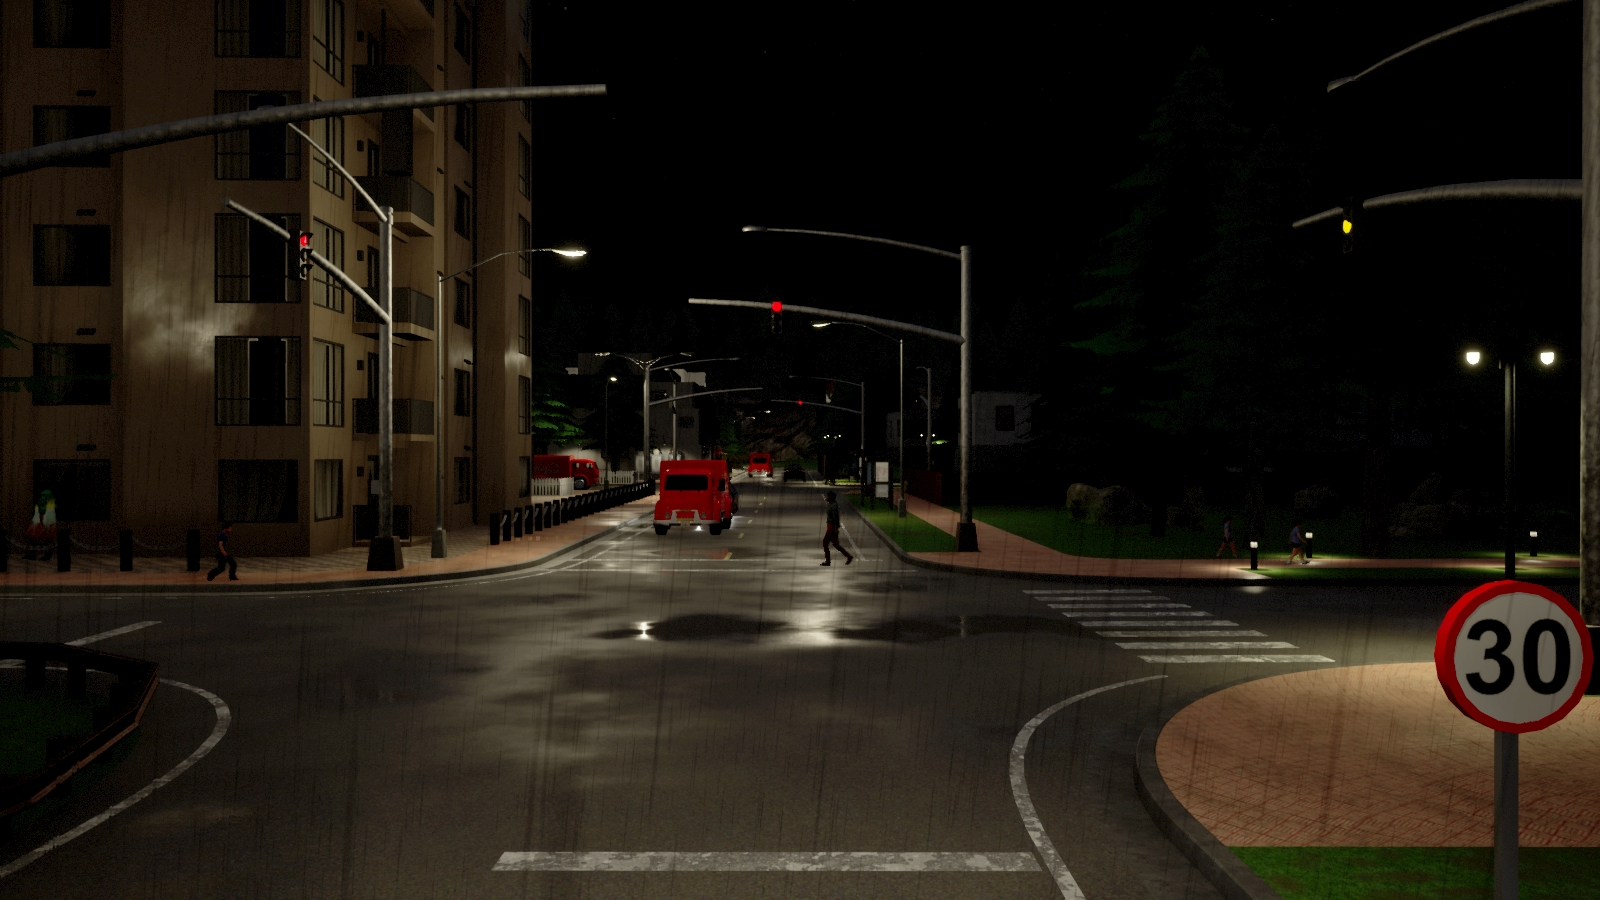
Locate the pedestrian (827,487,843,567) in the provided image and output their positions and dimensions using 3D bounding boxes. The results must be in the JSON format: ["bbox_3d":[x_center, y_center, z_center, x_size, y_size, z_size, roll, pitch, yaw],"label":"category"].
[{"bbox_3d":[0.839,1.829,27.199,0.375,1.860,0.375,0,0,1],"label":"pedestrian"}]

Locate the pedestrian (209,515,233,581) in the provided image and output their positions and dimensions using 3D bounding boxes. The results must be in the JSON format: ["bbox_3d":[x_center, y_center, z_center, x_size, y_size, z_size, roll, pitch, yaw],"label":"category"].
[{"bbox_3d":[-11.692,1.974,23.074,0.375,1.300,0.375,0,0,-15],"label":"pedestrian"}]

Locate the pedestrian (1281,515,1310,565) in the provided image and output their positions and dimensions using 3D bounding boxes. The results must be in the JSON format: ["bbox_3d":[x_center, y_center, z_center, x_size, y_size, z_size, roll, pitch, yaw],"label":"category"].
[{"bbox_3d":[11.271,2.044,25.994,0.500,1.100,0.500,0,0,9],"label":"pedestrian"}]

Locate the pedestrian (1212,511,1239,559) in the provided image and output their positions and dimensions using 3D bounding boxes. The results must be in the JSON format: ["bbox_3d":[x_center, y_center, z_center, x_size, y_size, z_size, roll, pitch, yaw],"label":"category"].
[{"bbox_3d":[10.244,2.044,27.489,0.500,1.100,0.500,0,0,6],"label":"pedestrian"}]

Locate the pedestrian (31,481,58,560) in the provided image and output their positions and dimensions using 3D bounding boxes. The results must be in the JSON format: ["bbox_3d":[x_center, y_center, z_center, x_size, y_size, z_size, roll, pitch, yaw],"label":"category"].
[{"bbox_3d":[-18.007,1.677,27.245,0.375,1.860,0.375,0,0,6],"label":"pedestrian"}]

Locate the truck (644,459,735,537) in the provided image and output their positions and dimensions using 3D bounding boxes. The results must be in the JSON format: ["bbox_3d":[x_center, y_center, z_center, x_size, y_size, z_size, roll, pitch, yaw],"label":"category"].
[{"bbox_3d":[-3.689,1.548,39.174,2.627,2.467,5.204,0,0,0],"label":"truck"}]
